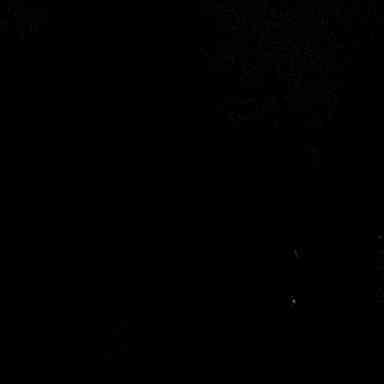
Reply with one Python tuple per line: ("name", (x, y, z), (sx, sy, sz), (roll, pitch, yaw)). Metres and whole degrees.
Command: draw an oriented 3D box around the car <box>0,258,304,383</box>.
("car", (-0.531, 1.580, 3.977), (4.181, 1.385, 1.994), (1, 0, -38))
